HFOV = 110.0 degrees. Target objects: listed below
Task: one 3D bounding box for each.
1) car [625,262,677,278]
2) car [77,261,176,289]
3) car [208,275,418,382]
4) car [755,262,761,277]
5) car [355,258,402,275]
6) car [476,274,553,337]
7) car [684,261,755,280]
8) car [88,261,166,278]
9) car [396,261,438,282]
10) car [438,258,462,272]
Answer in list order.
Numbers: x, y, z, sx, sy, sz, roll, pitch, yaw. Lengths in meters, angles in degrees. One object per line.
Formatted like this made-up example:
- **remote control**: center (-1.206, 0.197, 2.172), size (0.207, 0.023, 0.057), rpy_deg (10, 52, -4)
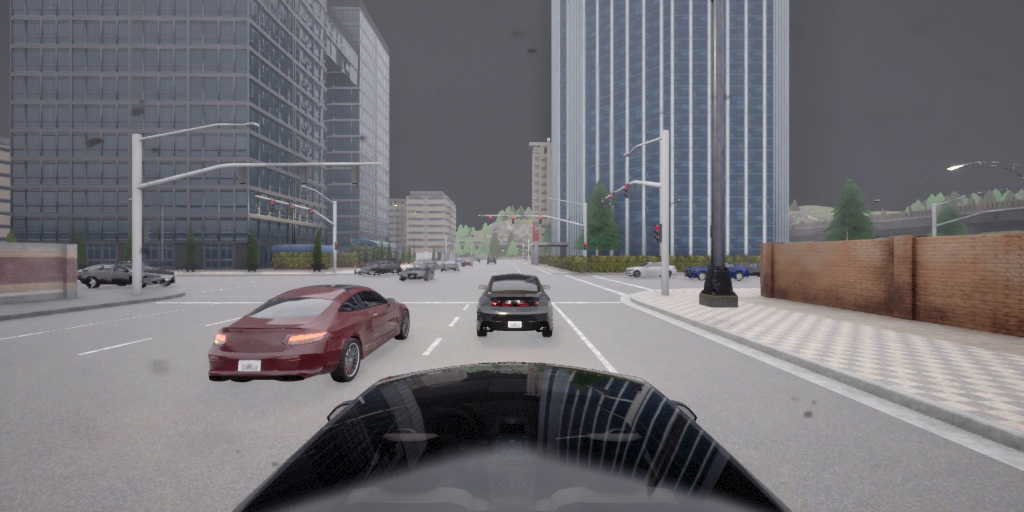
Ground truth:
- **car**: center (13.030, 1.276, 33.763), size (4.674, 1.442, 1.812), rpy_deg (0, 0, 1)
- **car**: center (-24.228, 1.241, 22.716), size (4.902, 1.511, 2.128), rpy_deg (0, 0, 0)
- **car**: center (-3.437, 1.276, 7.010), size (1.812, 1.442, 4.674), rpy_deg (0, 0, 0)
- **car**: center (22.616, 1.297, 33.867), size (5.357, 1.411, 2.033), rpy_deg (0, 0, -1)
- **car**: center (-13.436, 1.242, 36.300), size (2.128, 1.511, 4.902), rpy_deg (1, 0, 32)
- **car**: center (0.065, 1.255, 10.275), size (1.837, 1.490, 4.892), rpy_deg (0, 0, 0)
- **car**: center (17.212, 1.228, 30.319), size (5.008, 1.535, 1.882), rpy_deg (0, 0, 0)
- **car**: center (-35.701, 1.241, 33.330), size (4.902, 1.511, 2.128), rpy_deg (0, 0, 0)
- **car**: center (-7.454, 1.314, 28.578), size (1.994, 1.385, 4.181), rpy_deg (0, 0, -1)
- **car**: center (-7.835, 1.276, 45.524), size (1.812, 1.442, 4.674), rpy_deg (0, 0, -1)
